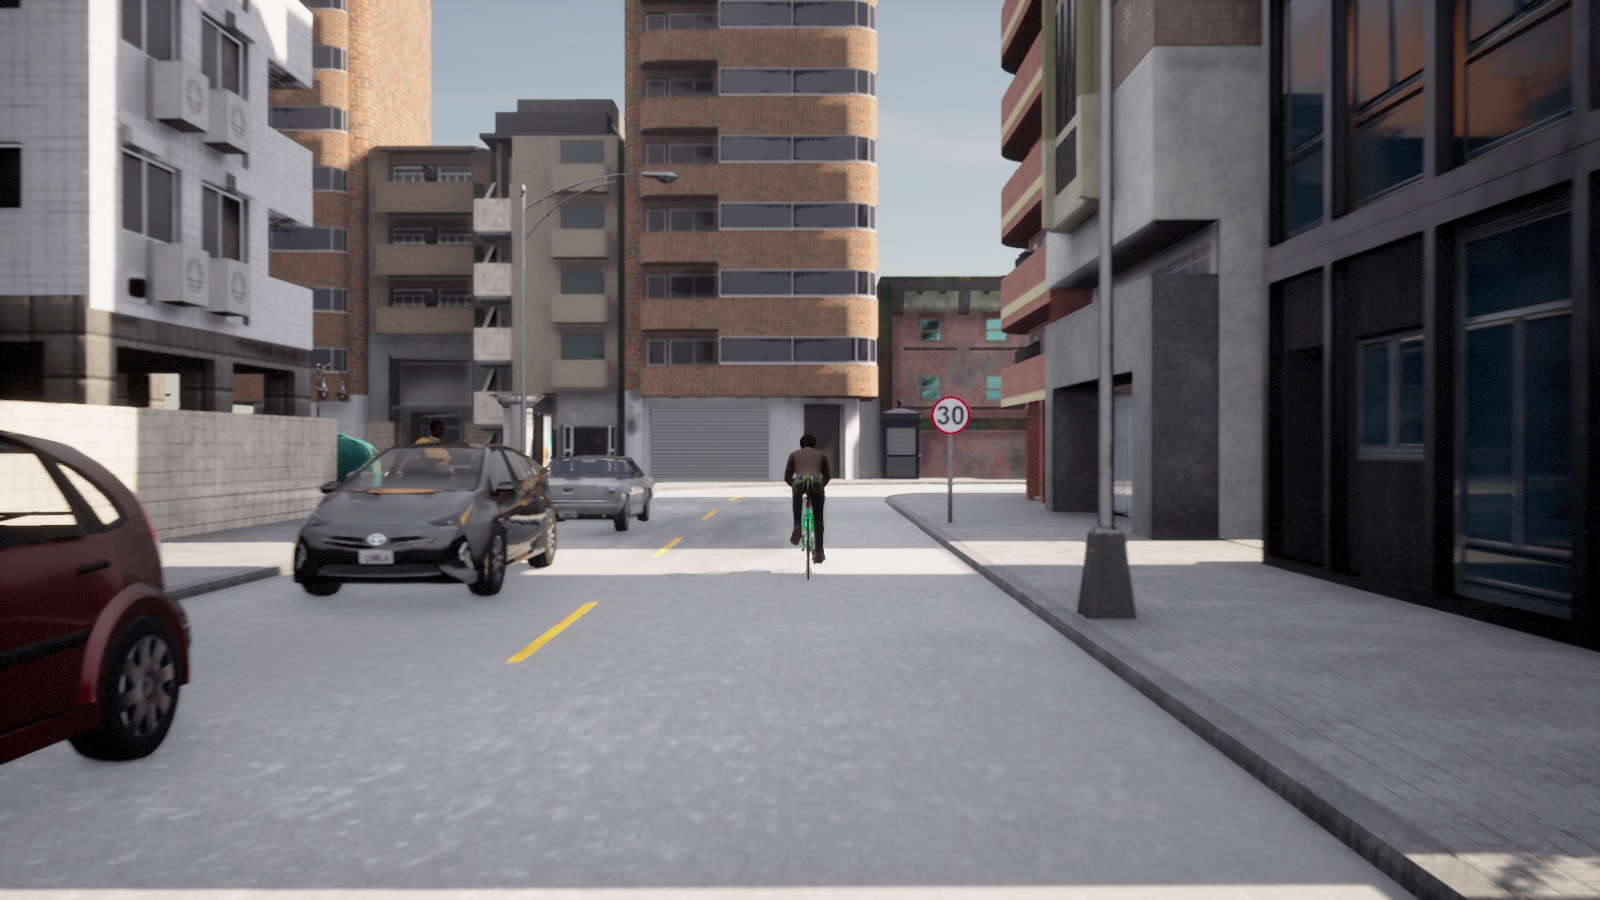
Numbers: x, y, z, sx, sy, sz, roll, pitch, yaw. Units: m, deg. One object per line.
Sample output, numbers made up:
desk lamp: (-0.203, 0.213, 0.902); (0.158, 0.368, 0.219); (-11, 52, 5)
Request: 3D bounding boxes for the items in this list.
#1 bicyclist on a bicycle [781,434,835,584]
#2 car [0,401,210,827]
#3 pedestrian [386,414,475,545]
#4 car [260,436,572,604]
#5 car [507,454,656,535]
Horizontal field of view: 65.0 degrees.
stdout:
bicyclist on a bicycle: (0.093, 0.634, 14.391); (0.582, 1.620, 1.656); (0, 0, 0)
car: (-3.961, 0.622, 4.443); (1.851, 1.617, 3.988); (0, 0, 0)
pedestrian: (-5.437, 0.417, 18.478); (0.900, 1.855, 0.874); (0, 0, 28)
car: (-3.912, 0.628, 13.705); (2.007, 1.525, 4.514); (0, 0, 0)
car: (-3.868, 0.740, 23.026); (1.895, 1.301, 4.718); (0, 0, 0)
